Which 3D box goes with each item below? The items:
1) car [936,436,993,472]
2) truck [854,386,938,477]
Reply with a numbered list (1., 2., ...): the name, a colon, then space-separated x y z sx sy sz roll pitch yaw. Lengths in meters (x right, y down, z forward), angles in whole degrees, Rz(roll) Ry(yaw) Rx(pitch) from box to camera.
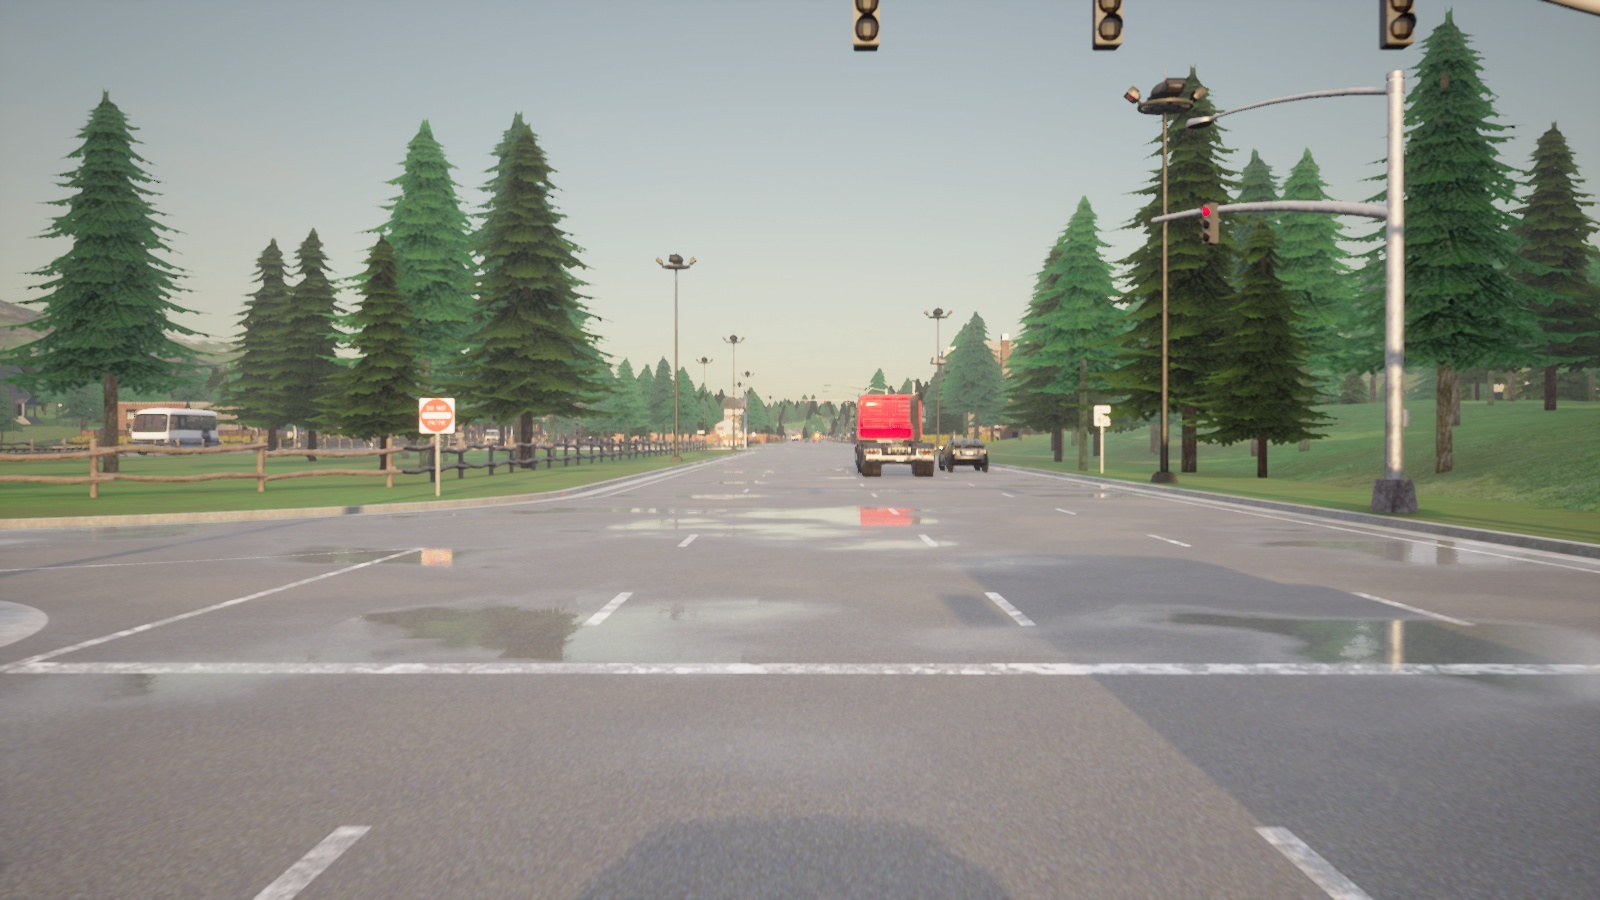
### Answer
1. car: 7.328 0.152 56.410 2.007 1.525 4.514 0 1 0
2. truck: 3.802 -0.731 51.445 2.891 3.462 7.936 0 1 0
